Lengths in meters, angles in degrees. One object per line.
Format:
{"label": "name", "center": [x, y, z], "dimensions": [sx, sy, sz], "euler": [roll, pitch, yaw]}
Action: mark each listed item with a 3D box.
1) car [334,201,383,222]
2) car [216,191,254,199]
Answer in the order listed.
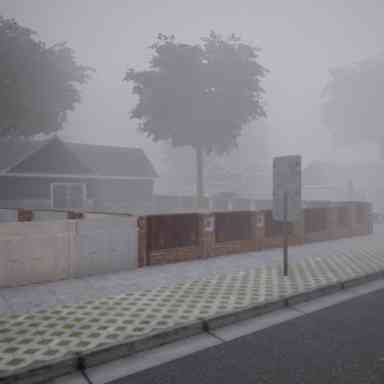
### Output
{"label": "car", "center": [11.378, 1.402, 24.372], "dimensions": [1.812, 1.442, 4.674], "euler": [0, 1, -35]}
{"label": "car", "center": [4.574, 0.962, 33.948], "dimensions": [2.150, 2.045, 5.566], "euler": [0, 0, -35]}
